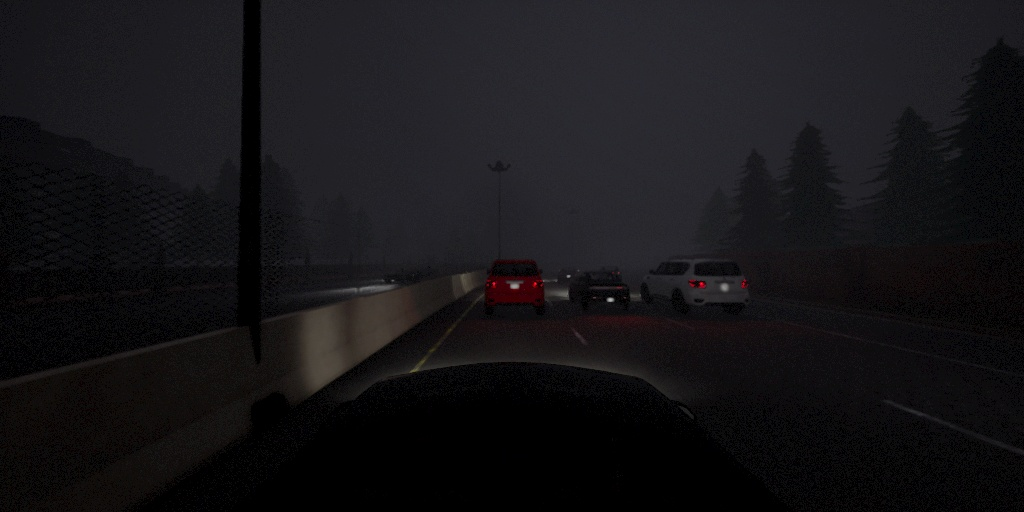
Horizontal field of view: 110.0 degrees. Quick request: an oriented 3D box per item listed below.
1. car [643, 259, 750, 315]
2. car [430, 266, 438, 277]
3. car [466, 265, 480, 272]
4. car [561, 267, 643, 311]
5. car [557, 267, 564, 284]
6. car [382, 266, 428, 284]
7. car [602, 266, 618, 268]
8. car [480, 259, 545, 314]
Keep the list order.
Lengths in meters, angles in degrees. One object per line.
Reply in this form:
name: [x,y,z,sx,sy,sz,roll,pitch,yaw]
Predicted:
car: [7.116,1.138,14.639,2.150,2.045,5.566,0,-1,1]
car: [-10.689,1.881,42.979,1.895,1.301,4.718,0,-1,15]
car: [-3.834,1.786,41.497,1.812,1.442,4.674,0,-1,15]
car: [3.634,1.419,15.521,2.128,1.511,4.902,0,-1,1]
car: [5.107,1.705,32.141,1.994,1.385,4.181,0,-1,10]
car: [-9.425,1.733,31.486,1.895,1.301,4.718,0,-1,9]
car: [8.512,1.624,31.451,2.128,1.511,4.902,0,-1,9]
car: [0.116,1.139,14.726,2.150,2.045,5.566,0,-1,1]
